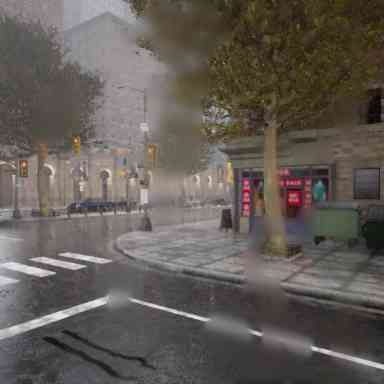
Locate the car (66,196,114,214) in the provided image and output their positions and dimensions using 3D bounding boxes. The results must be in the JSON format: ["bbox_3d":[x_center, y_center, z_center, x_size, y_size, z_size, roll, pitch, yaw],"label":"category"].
[{"bbox_3d":[-11.017,1.352,35.464,2.097,1.767,4.553,0,0,36],"label":"car"}]

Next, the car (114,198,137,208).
[{"bbox_3d":[-10.215,1.595,47.935,1.895,1.301,4.718,0,0,36],"label":"car"}]

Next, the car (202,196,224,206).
[{"bbox_3d":[3.541,1.499,55.581,1.837,1.490,4.892,0,2,36],"label":"car"}]

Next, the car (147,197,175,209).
[{"bbox_3d":[-4.329,1.504,44.724,1.837,1.490,4.892,0,0,36],"label":"car"}]
